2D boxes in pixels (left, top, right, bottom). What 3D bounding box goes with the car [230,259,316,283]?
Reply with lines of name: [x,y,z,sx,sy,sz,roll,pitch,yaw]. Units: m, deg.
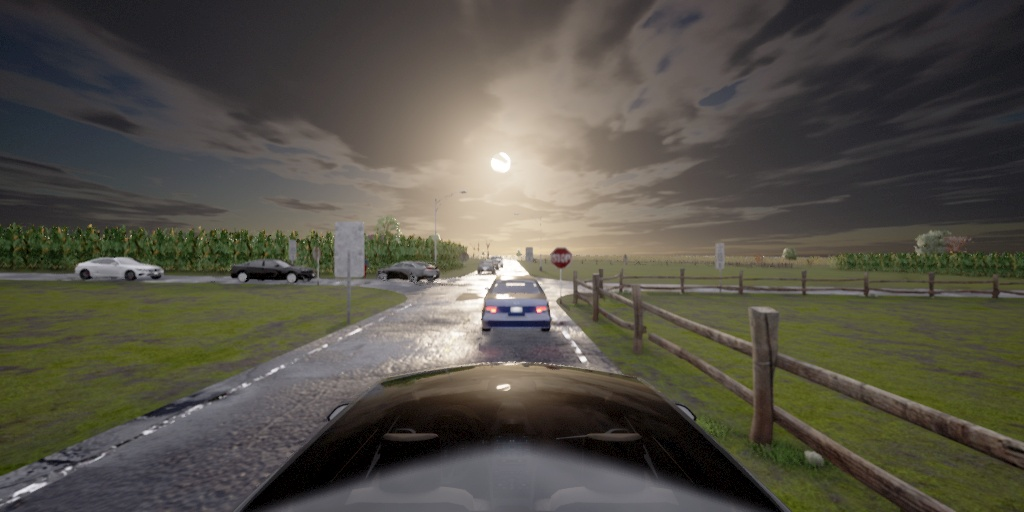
car: [-15.602,0.950,23.614,5.008,1.535,1.882,1,0,-1]

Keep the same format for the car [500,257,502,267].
car: [-2.816,1.227,51.454,1.837,1.490,4.892,0,0,0]

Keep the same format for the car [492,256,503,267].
car: [-2.750,0.936,64.318,2.150,2.045,5.566,0,0,1]

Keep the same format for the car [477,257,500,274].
car: [-2.843,1.220,41.065,2.128,1.511,4.902,0,0,1]

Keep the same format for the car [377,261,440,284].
car: [-7.390,1.125,25.417,4.902,1.511,2.128,1,-1,28]

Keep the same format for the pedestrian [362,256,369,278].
pedestrian: [-12.163,0.870,29.567,0.375,1.860,0.375,0,-1,0]

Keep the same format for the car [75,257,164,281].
car: [-25.724,0.818,23.553,4.674,1.442,1.812,1,0,0]

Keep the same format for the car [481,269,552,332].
car: [0.101,1.292,10.845,2.033,1.411,5.357,0,0,0]
